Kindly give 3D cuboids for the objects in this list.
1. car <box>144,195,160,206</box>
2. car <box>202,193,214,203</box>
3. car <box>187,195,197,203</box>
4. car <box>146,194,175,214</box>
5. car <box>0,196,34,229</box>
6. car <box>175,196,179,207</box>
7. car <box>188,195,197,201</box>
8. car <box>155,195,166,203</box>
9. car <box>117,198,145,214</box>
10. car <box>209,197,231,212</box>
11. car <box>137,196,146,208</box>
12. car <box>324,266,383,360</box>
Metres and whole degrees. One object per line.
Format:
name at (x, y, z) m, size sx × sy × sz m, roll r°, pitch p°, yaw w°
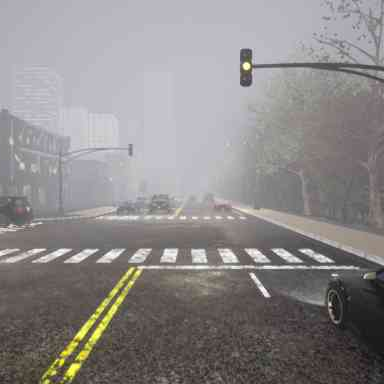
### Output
car at (-6.558, 1.332, 55.512) m, size 2.097 × 1.767 × 4.553 m, roll 0°, pitch 0°, yaw 0°
car at (3.277, 1.197, 66.571) m, size 2.150 × 2.045 × 5.566 m, roll 0°, pitch 0°, yaw 0°
car at (0.026, 1.467, 66.482) m, size 2.128 × 1.511 × 4.902 m, roll 0°, pitch 0°, yaw 0°
car at (-3.324, 1.210, 36.290) m, size 2.150 × 2.045 × 5.566 m, roll 0°, pitch 0°, yaw 0°
car at (-13.464, 1.324, 22.002) m, size 5.566 × 2.045 × 2.150 m, roll -1°, pitch 0°, yaw 2°
car at (-3.312, 1.510, 47.964) m, size 1.812 × 1.442 × 4.674 m, roll 0°, pitch 0°, yaw 0°
car at (0.031, 1.342, 76.901) m, size 2.033 × 1.411 × 5.357 m, roll 0°, pitch 0°, yaw 0°
car at (-6.470, 1.445, 69.213) m, size 1.882 × 1.535 × 5.008 m, roll 0°, pitch 0°, yaw 0°
car at (-6.592, 1.590, 35.338) m, size 1.895 × 1.301 × 4.718 m, roll 0°, pitch 0°, yaw 1°
car at (3.367, 1.589, 38.565) m, size 1.895 × 1.301 × 4.718 m, roll 0°, pitch 0°, yaw 0°
car at (-6.571, 1.338, 44.249) m, size 2.097 × 1.767 × 4.553 m, roll 0°, pitch 0°, yaw 0°
car at (3.350, 1.563, 4.279) m, size 1.994 × 1.385 × 4.181 m, roll 0°, pitch 0°, yaw 0°
